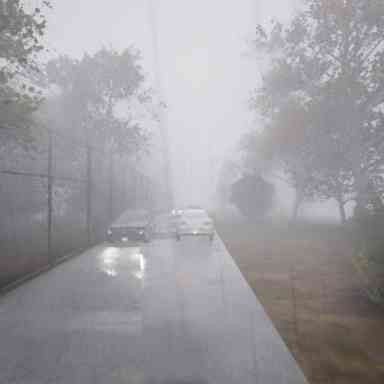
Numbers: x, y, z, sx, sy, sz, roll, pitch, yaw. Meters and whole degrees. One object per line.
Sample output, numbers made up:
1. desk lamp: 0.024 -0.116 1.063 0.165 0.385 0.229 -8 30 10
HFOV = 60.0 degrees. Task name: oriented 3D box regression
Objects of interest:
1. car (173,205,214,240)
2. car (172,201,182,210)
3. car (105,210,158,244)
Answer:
1. car: 0.141 1.622 17.531 1.812 1.442 4.674 0 -1 0
2. car: -2.513 2.419 58.578 2.128 1.511 4.902 0 -2 1
3. car: -2.820 1.636 16.657 2.033 1.411 5.357 0 -1 0
